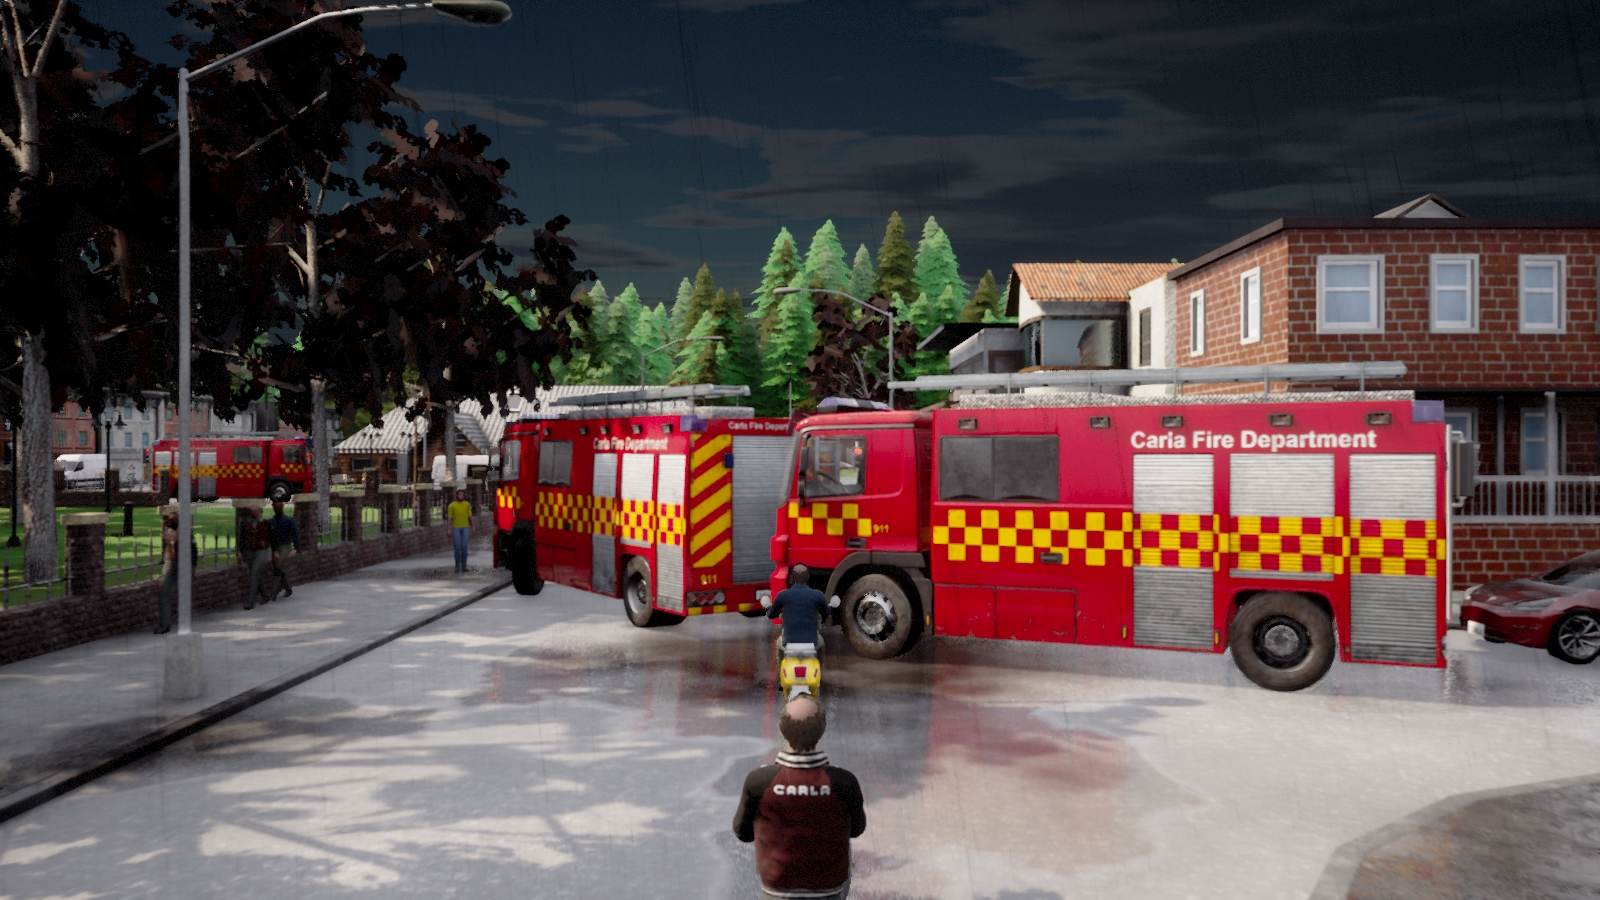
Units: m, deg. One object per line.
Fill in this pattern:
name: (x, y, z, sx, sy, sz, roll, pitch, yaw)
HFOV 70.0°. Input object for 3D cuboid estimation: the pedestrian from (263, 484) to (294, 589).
pedestrian: (-9.354, 1.539, 20.504, 0.375, 1.860, 0.375, 0, 0, 1)

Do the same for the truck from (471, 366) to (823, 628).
truck: (-3.230, 0.686, 21.019, 2.891, 3.827, 8.468, 0, 0, -34)

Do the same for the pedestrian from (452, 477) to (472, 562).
pedestrian: (-7.514, 1.543, 25.372, 0.375, 1.860, 0.375, 0, 0, -25)

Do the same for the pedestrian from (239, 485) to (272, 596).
pedestrian: (-9.312, 1.538, 19.539, 0.375, 1.860, 0.375, 0, 0, 0)

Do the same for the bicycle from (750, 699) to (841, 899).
bicycle: (-0.009, 1.945, 5.074, 0.329, 1.271, 1.835, 0, 0, 1)

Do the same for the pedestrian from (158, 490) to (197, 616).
pedestrian: (-9.353, 1.537, 17.180, 0.375, 1.860, 0.375, 0, 0, 0)

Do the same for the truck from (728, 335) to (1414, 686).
truck: (3.443, 0.680, 15.554, 8.468, 3.827, 2.891, 0, 0, 24)

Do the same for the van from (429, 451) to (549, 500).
van: (-16.600, 1.355, 61.197, 5.915, 2.561, 1.988, 0, 0, 0)

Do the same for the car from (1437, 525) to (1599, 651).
car: (11.844, 1.854, 15.872, 4.792, 1.488, 2.163, 0, 0, 0)

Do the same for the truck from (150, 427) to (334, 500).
truck: (-29.840, 0.711, 61.288, 8.468, 3.827, 2.891, 0, 0, 1)
